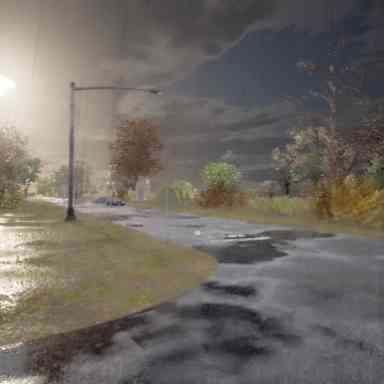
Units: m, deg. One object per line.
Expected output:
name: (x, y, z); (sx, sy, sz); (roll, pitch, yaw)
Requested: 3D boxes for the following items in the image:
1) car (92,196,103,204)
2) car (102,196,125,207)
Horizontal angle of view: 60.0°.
car: (-16.003, 1.361, 57.868); (2.128, 1.511, 4.902); (1, 0, -28)
car: (-11.357, 1.495, 49.037); (1.895, 1.301, 4.718); (1, 0, -28)
